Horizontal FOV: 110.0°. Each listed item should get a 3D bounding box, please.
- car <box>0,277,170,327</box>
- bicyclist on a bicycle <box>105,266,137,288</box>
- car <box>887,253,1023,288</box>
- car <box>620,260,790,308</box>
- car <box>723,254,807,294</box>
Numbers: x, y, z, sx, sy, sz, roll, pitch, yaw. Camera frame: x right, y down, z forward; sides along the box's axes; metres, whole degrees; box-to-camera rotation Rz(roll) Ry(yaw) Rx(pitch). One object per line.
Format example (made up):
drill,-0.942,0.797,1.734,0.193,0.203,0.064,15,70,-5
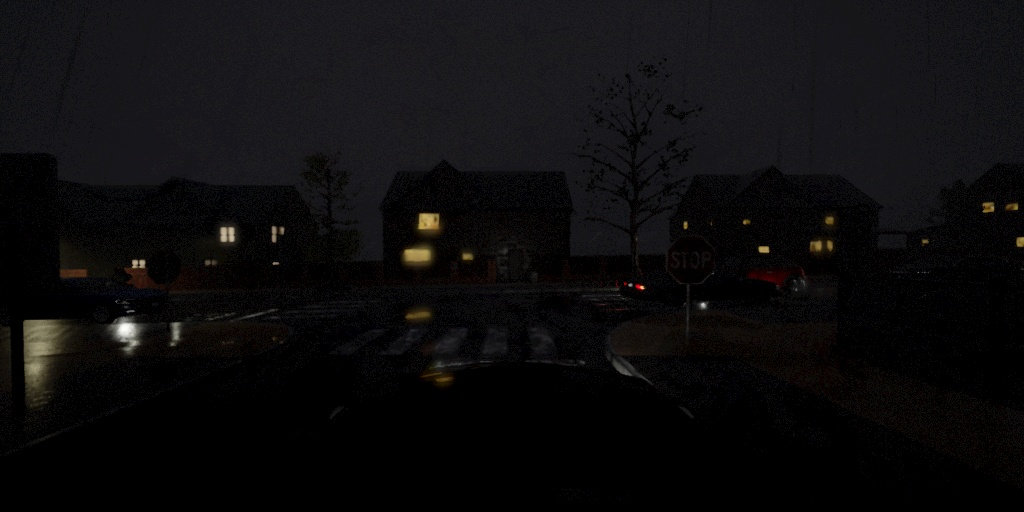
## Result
car,-15.143,1.505,12.700,5.008,1.535,1.882,-1,1,0
bicyclist on a bicycle,-20.241,1.332,18.516,0.582,1.620,1.656,-1,1,0
car,19.538,0.640,15.851,4.902,1.511,2.128,-1,1,0
car,6.836,1.046,13.262,5.357,1.411,2.033,-1,1,-5
car,10.104,0.723,15.796,4.553,1.767,2.097,-1,1,0
